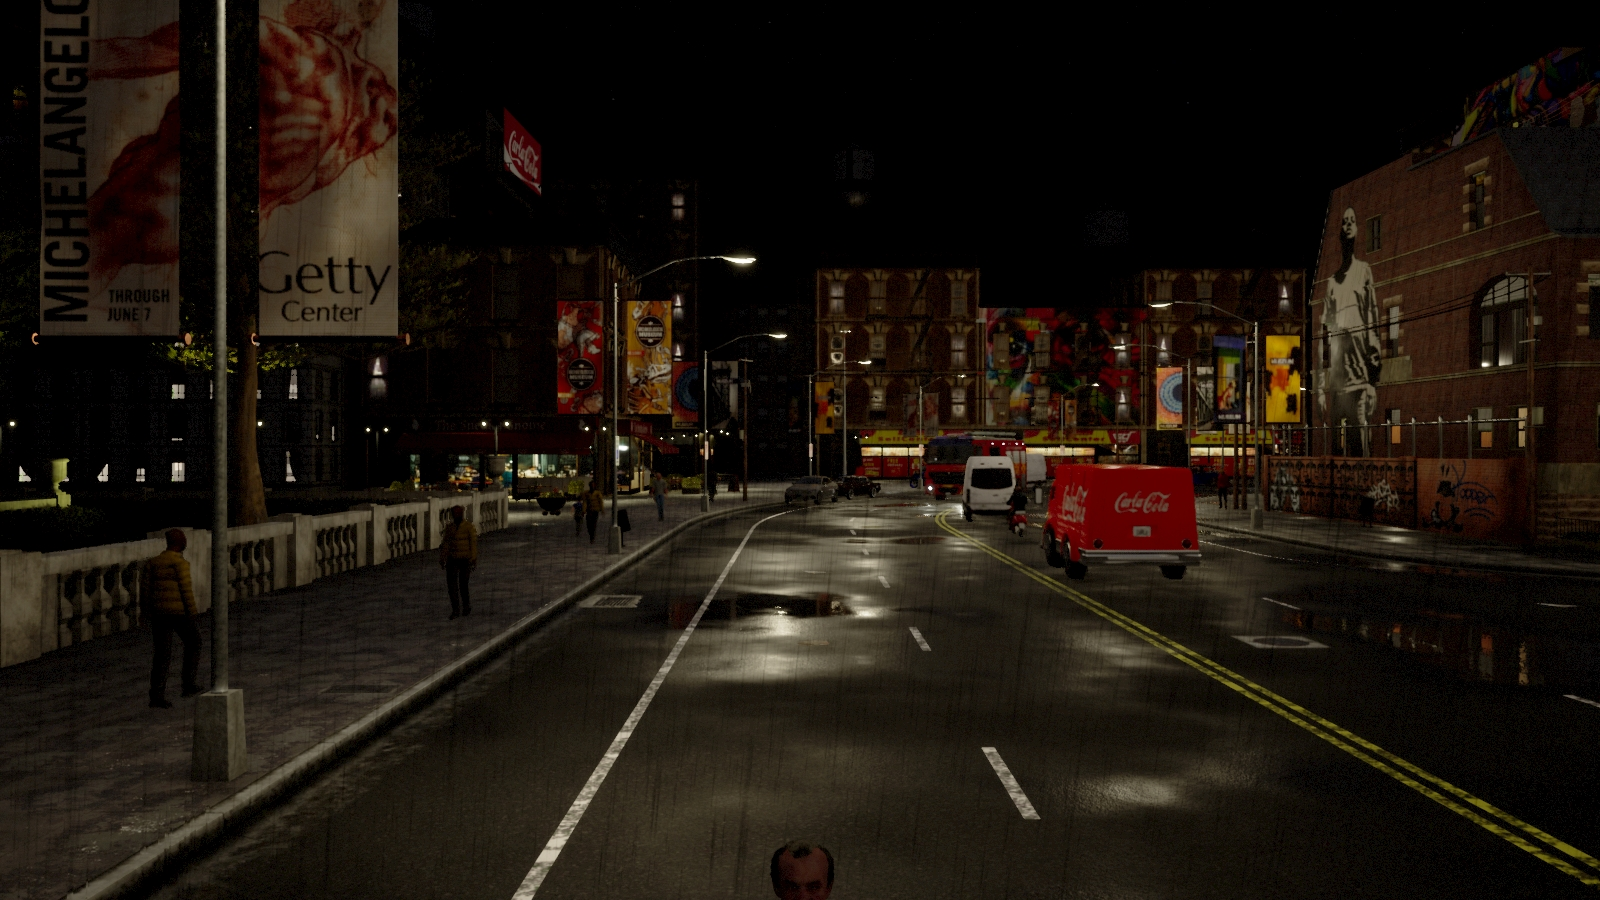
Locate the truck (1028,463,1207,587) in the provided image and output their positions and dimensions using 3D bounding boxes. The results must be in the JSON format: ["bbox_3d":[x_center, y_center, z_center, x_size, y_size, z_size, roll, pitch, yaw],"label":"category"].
[{"bbox_3d":[7.044,1.568,26.044,2.627,2.467,5.204,0,0,0],"label":"truck"}]

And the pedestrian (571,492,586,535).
[{"bbox_3d":[-6.899,1.978,35.625,0.375,1.300,0.375,0,0,2],"label":"pedestrian"}]

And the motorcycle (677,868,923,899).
[{"bbox_3d":[-0.002,2.182,3.374,0.856,1.236,1.805,0,0,0],"label":"motorcycle"}]

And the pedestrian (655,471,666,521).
[{"bbox_3d":[-5.166,1.696,42.345,0.375,1.860,0.375,0,0,3],"label":"pedestrian"}]

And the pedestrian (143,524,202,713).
[{"bbox_3d":[-6.397,1.697,11.650,0.375,1.860,0.375,0,0,10],"label":"pedestrian"}]

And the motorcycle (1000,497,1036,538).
[{"bbox_3d":[7.081,2.182,37.229,0.856,1.236,1.805,1,0,2],"label":"motorcycle"}]

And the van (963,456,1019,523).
[{"bbox_3d":[7.760,1.534,46.905,1.988,2.561,5.915,0,0,7],"label":"van"}]

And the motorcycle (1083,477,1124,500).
[{"bbox_3d":[17.406,2.205,65.576,2.209,1.251,0.867,0,0,9],"label":"motorcycle"}]

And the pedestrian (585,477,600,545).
[{"bbox_3d":[-5.791,1.696,31.921,0.375,1.860,0.375,0,0,-4],"label":"pedestrian"}]

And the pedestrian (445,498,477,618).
[{"bbox_3d":[-5.349,1.696,18.020,0.375,1.860,0.375,0,0,3],"label":"pedestrian"}]
